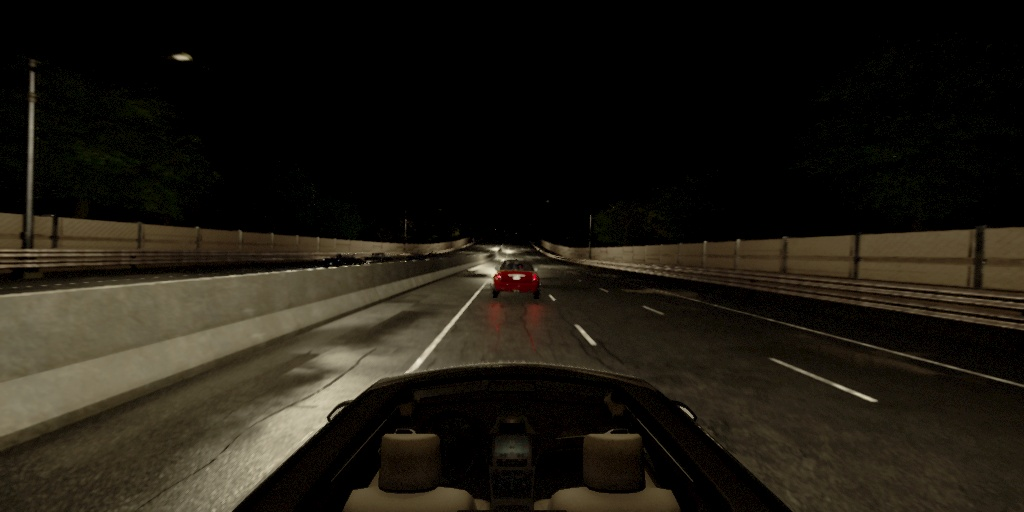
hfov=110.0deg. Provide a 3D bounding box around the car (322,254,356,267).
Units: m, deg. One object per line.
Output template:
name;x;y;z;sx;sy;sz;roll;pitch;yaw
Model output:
car;-17.483;0.435;36.829;1.895;1.301;4.718;2;0;0

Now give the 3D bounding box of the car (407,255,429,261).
car;-10.483;0.572;40.458;1.812;1.442;4.674;2;0;0

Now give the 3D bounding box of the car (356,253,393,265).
car;-13.980;0.438;37.553;2.128;1.511;4.902;2;0;0

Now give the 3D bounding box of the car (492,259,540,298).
car;0.201;0.940;17.535;2.097;1.767;4.553;2;0;0
